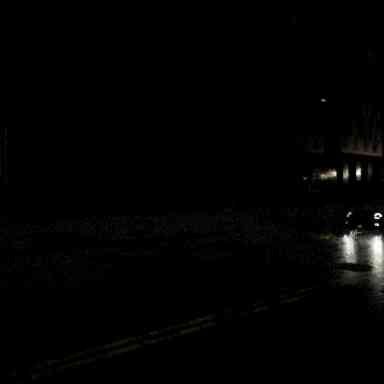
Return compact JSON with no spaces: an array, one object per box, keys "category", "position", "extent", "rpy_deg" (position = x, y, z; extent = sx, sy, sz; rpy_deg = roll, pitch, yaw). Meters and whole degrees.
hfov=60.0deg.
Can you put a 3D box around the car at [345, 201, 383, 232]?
[{"category":"car","position":[11.011,1.296,19.522],"extent":[4.553,1.767,2.097],"rpy_deg":[0,0,-36]}]
